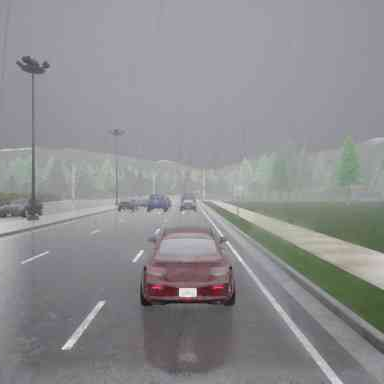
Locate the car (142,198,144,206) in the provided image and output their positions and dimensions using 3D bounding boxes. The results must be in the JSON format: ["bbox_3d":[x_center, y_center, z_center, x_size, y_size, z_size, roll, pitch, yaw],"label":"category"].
[{"bbox_3d":[-7.561,1.564,49.478,1.994,1.385,4.181,0,0,-1],"label":"car"}]

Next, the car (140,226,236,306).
[{"bbox_3d":[-0.094,1.526,7.899,1.812,1.442,4.674,0,0,-1],"label":"car"}]

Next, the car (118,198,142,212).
[{"bbox_3d":[-7.440,1.505,39.129,1.837,1.490,4.892,0,0,-1],"label":"car"}]

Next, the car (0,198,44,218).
[{"bbox_3d":[-15.341,1.352,30.153,2.097,1.767,4.553,0,0,-1],"label":"car"}]

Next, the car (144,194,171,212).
[{"bbox_3d":[-3.937,1.221,38.902,2.150,2.045,5.566,0,0,-1],"label":"car"}]

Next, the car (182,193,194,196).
[{"bbox_3d":[-0.561,1.221,49.341,2.150,2.045,5.566,0,0,-1],"label":"car"}]

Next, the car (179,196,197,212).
[{"bbox_3d":[-0.441,1.526,39.275,1.812,1.442,4.674,0,0,-1],"label":"car"}]
